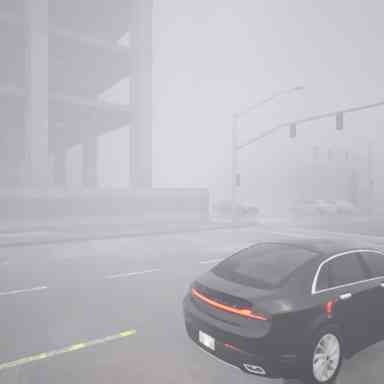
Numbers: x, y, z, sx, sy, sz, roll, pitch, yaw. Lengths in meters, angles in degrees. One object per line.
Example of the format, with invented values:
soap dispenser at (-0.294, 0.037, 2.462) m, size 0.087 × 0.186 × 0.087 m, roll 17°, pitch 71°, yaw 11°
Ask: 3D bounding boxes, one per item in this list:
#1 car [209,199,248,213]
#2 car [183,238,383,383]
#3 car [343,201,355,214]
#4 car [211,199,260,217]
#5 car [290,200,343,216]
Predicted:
car at (4.055, 1.526, 37.886) m, size 1.812 × 1.442 × 4.674 m, roll 0°, pitch 0°, yaw -36°
car at (2.160, 1.505, 5.329) m, size 4.892 × 1.490 × 1.837 m, roll 0°, pitch 0°, yaw -35°
car at (14.809, 1.525, 35.310) m, size 1.812 × 1.442 × 4.674 m, roll 0°, pitch 0°, yaw -36°
car at (4.190, 1.601, 31.732) m, size 1.895 × 1.301 × 4.718 m, roll 0°, pitch 0°, yaw -36°
car at (12.058, 1.525, 33.120) m, size 1.812 × 1.442 × 4.674 m, roll 0°, pitch 0°, yaw -36°
